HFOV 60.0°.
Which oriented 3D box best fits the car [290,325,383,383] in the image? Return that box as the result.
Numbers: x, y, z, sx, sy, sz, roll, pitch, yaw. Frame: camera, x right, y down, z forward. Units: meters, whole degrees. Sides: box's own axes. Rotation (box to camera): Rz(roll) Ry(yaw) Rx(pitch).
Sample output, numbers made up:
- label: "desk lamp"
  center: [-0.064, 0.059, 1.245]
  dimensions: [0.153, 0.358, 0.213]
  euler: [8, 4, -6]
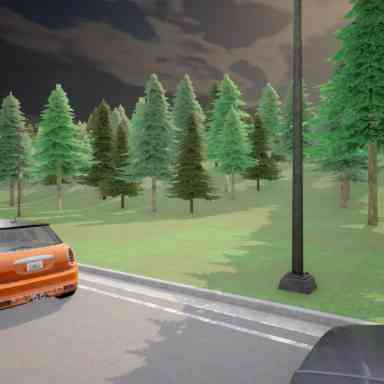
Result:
- label: "car"
  center: [3.230, 1.547, 1.691]
  dimensions: [5.357, 1.411, 2.033]
  euler: [0, 0, 36]

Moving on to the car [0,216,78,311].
- label: "car"
  center: [-4.571, 1.352, 7.253]
  dimensions: [4.553, 1.767, 2.097]
  euler: [0, 0, 36]
